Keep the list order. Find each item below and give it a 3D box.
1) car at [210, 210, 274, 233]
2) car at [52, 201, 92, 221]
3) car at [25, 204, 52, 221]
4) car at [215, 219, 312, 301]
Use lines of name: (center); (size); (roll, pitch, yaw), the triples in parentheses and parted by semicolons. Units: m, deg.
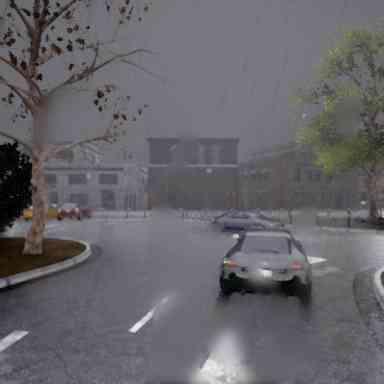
car: (3.114, 1.727, 18.891); (4.181, 1.385, 1.994); (0, -1, 37)
car: (-11.133, 1.722, 31.833); (2.185, 1.767, 4.553); (-1, -1, -1)
car: (-14.167, 1.893, 31.792); (2.097, 1.535, 5.008); (-1, -1, -1)
car: (1.963, 1.639, 8.714); (1.994, 1.385, 4.181); (0, 0, 15)
